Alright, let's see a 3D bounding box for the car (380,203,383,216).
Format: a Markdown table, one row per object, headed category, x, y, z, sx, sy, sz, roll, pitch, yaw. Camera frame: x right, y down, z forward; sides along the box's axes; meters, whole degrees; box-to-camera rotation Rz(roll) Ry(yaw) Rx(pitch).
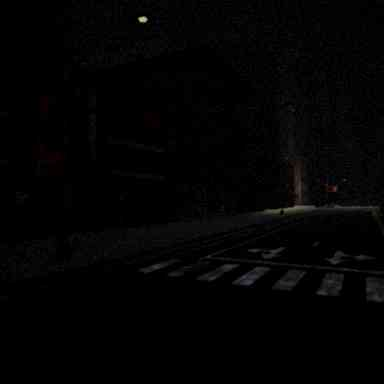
| category | x | y | z | sx | sy | sz | roll | pitch | yaw |
| --- | --- | --- | --- | --- | --- | --- | --- | --- | --- |
| car | 24.299 | 2.226 | 40.470 | 1.837 | 1.490 | 4.892 | -1 | -1 | 28 |
